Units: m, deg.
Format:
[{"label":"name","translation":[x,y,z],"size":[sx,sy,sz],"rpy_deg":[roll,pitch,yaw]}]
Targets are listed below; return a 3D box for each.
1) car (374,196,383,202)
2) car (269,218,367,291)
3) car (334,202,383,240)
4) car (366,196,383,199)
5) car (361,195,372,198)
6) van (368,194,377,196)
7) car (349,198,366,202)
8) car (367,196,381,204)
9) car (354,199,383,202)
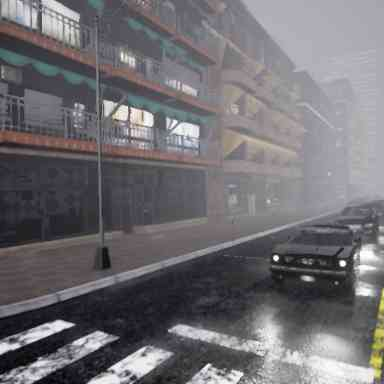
[{"label":"car","translation":[45.110,1.589,80.237],"size":[1.802,1.307,4.206],"rpy_deg":[-2,-1,32]},{"label":"car","translation":[3.674,1.634,9.390],"size":[1.895,1.301,4.718],"rpy_deg":[-1,-1,30]},{"label":"car","translation":[8.673,1.516,17.357],"size":[2.128,1.511,4.902],"rpy_deg":[-1,-1,32]},{"label":"car","translation":[19.485,1.509,34.471],"size":[1.837,1.490,4.892],"rpy_deg":[-1,-1,33]},{"label":"car","translation":[21.292,1.486,42.273],"size":[1.967,1.590,4.097],"rpy_deg":[-2,-1,32]},{"label":"van","translation":[27.250,1.377,51.762],"size":[1.690,1.788,3.998],"rpy_deg":[-2,-1,32]},{"label":"car","translation":[18.316,1.633,37.528],"size":[1.802,1.307,4.206],"rpy_deg":[-2,-1,32]},{"label":"car","translation":[36.163,1.572,66.011],"size":[2.008,1.369,4.403],"rpy_deg":[-2,-1,32]},{"label":"car","translation":[13.914,1.540,25.690],"size":[1.812,1.442,4.674],"rpy_deg":[-1,-1,33]}]
